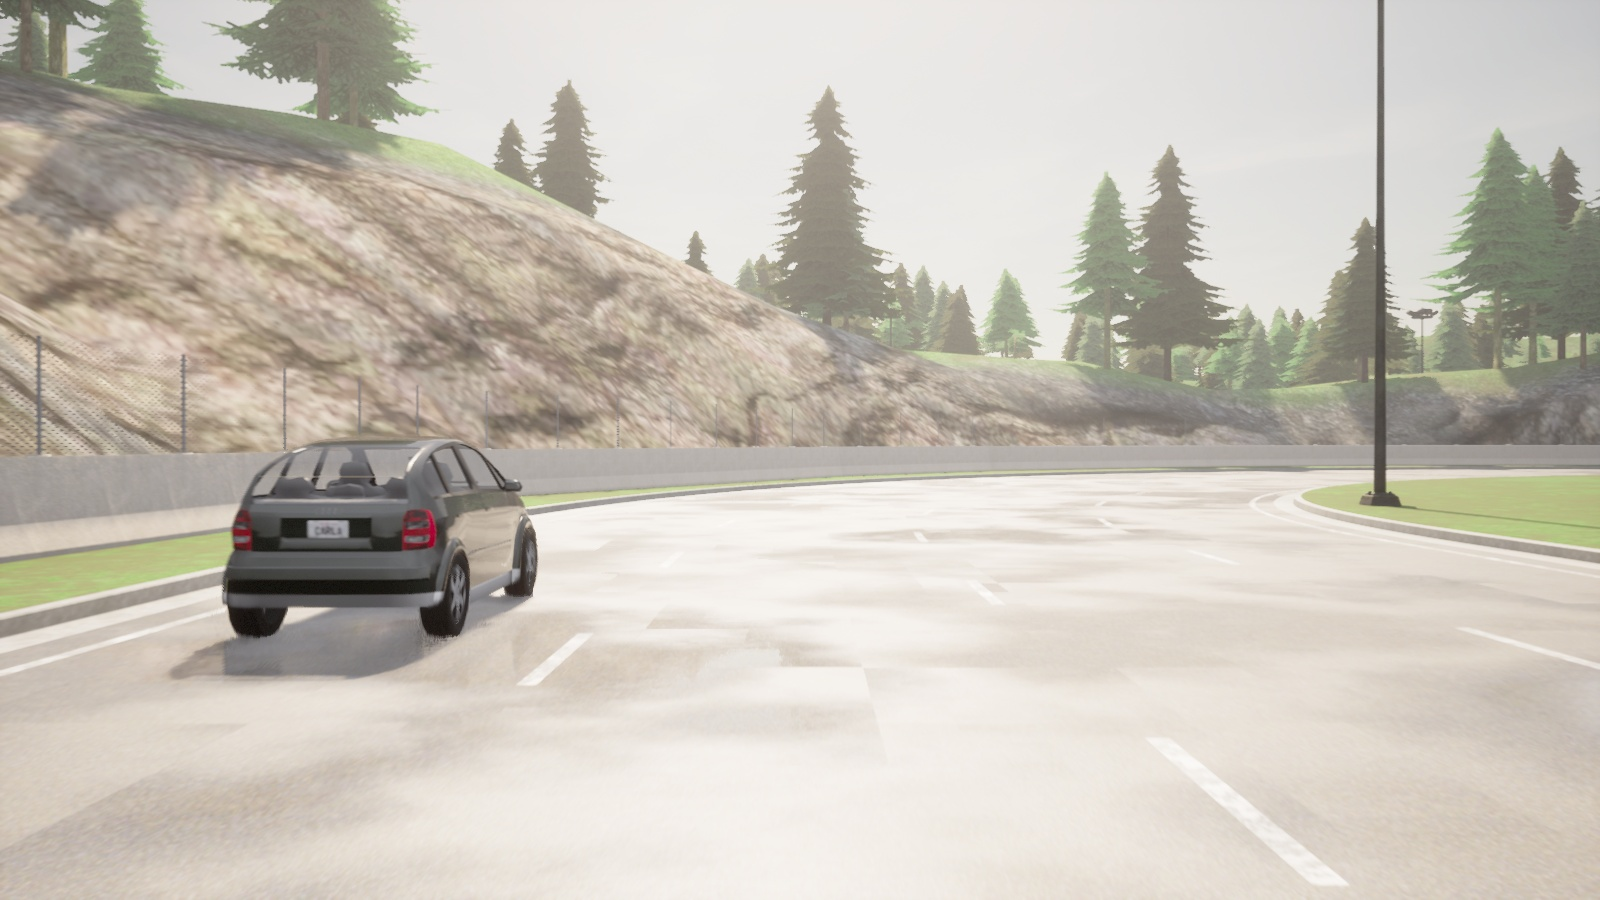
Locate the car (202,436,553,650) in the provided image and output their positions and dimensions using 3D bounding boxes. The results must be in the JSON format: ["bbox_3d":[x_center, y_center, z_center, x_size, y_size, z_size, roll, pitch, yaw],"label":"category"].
[{"bbox_3d":[-3.423,0.661,10.939,1.789,1.549,3.705,0,0,0],"label":"car"}]
